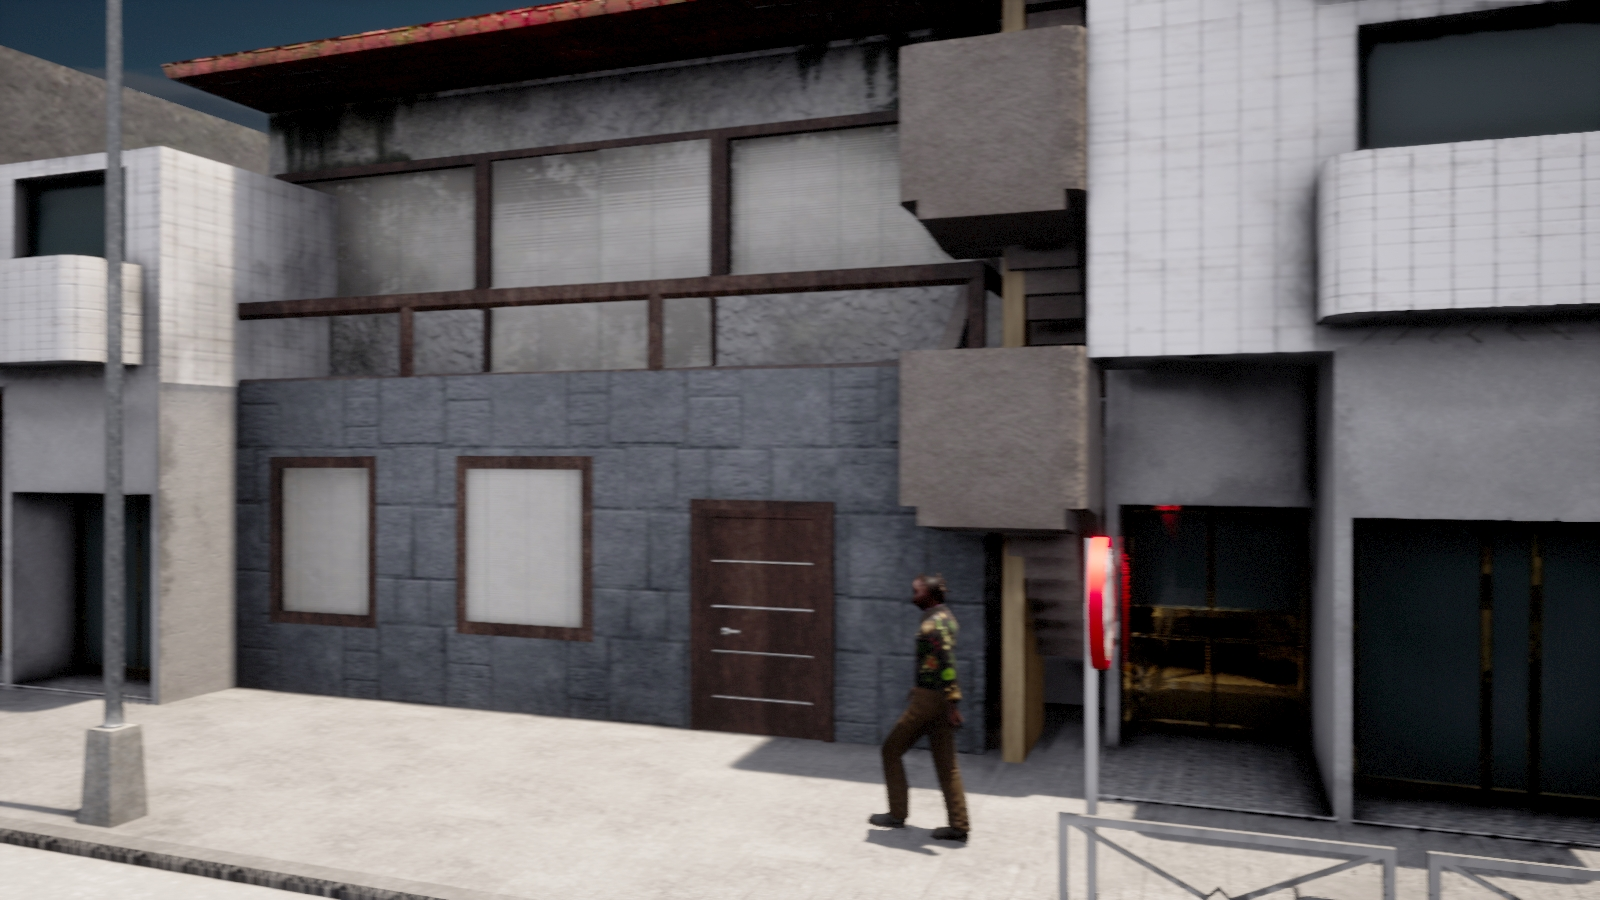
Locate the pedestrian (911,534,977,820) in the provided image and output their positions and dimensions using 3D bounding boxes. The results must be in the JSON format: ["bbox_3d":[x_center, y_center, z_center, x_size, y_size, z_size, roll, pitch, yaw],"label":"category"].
[{"bbox_3d":[0.987,1.524,7.824,0.375,1.860,0.375,0,0,20],"label":"pedestrian"}]
